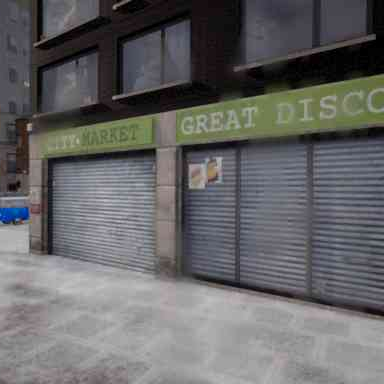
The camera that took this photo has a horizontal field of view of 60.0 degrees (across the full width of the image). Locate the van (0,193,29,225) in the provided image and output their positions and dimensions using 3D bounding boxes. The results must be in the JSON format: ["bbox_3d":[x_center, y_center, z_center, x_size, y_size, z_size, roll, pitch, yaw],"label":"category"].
[{"bbox_3d":[-10.859,1.203,22.322,1.690,1.788,3.998,1,1,36],"label":"van"}]

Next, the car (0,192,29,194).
[{"bbox_3d":[-15.235,1.034,26.301,2.150,2.045,5.566,1,1,36],"label":"car"}]
